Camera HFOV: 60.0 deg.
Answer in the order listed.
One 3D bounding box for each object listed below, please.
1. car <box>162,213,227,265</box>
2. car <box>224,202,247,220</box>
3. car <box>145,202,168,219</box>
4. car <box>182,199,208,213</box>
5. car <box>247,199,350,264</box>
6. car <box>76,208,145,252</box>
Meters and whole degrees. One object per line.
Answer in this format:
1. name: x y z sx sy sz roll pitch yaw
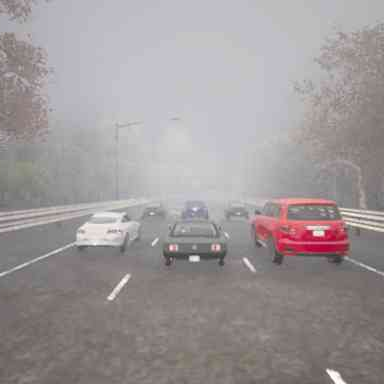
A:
1. car: 0.109 1.623 11.730 1.895 1.301 4.718 0 0 1
2. car: 3.802 1.580 29.053 1.812 1.442 4.674 0 0 1
3. car: -3.198 1.579 29.151 1.812 1.442 4.674 0 0 1
4. car: 0.277 1.403 27.809 2.097 1.767 4.553 0 0 1
5. car: 3.613 1.247 12.070 2.150 2.045 5.566 0 0 1
6. car: -3.363 1.552 13.957 1.812 1.442 4.674 0 0 1
